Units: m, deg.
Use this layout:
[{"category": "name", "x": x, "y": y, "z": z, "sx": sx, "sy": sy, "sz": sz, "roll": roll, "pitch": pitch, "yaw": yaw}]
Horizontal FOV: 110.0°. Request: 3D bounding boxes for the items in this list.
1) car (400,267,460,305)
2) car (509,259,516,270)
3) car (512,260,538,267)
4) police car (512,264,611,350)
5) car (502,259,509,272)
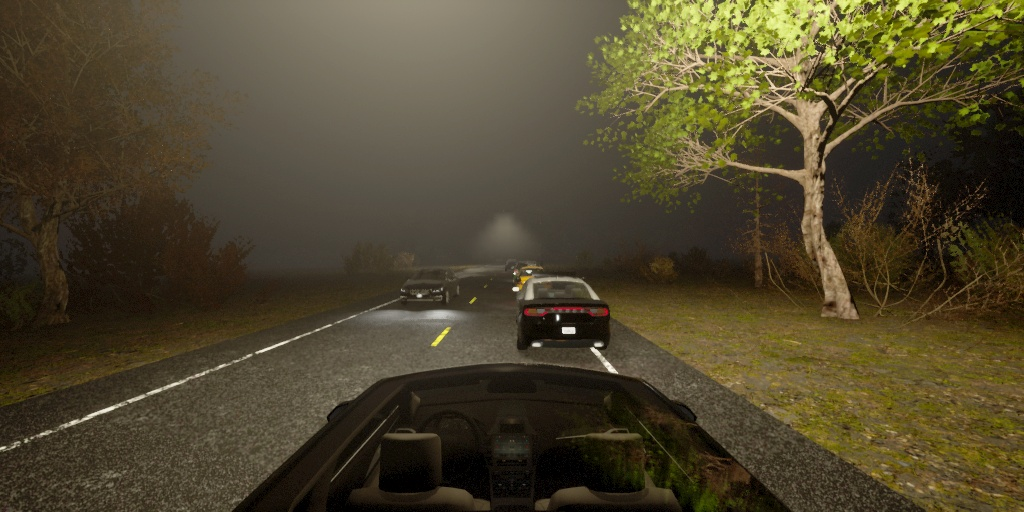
[{"category": "car", "x": -3.502, "y": 1.258, "z": 15.982, "sx": 1.837, "sy": 1.490, "sz": 4.892, "roll": 0, "pitch": 0, "yaw": 0}, {"category": "car", "x": 1.044, "y": 1.106, "z": 25.084, "sx": 2.097, "sy": 1.767, "sz": 4.553, "roll": 0, "pitch": 0, "yaw": 0}, {"category": "car", "x": 1.046, "y": 1.210, "z": 19.305, "sx": 1.801, "sy": 1.575, "sz": 5.366, "roll": 0, "pitch": 0, "yaw": 0}, {"category": "police car", "x": 1.049, "y": 1.177, "z": 9.222, "sx": 1.930, "sy": 1.638, "sz": 5.238, "roll": 0, "pitch": 0, "yaw": 0}, {"category": "car", "x": 0.018, "y": 1.284, "z": 47.371, "sx": 1.812, "sy": 1.442, "sz": 4.674, "roll": 0, "pitch": 0, "yaw": 1}]
